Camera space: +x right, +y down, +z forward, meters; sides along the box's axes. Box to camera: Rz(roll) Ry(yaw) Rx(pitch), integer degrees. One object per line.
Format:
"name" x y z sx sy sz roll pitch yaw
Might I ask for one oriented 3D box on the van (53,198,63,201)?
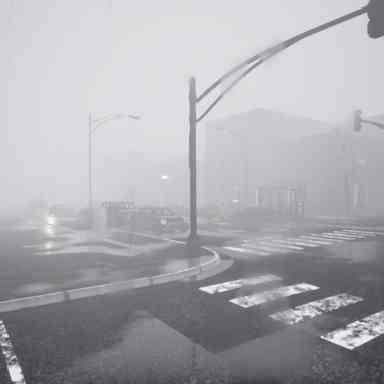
"van" -28.721 2.174 70.790 1.690 1.788 3.998 -1 0 -36

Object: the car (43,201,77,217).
"car" -15.382 2.053 38.532 2.008 1.369 4.403 -1 0 -36

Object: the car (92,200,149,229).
"car" -5.346 1.616 24.862 2.192 1.841 5.009 -1 0 -36

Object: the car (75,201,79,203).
"car" -22.022 2.280 61.677 1.802 1.307 4.206 -1 0 -36

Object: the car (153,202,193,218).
"car" -2.044 1.821 34.473 1.752 1.417 4.829 -1 0 -36

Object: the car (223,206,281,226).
"car" 4.751 1.725 25.222 1.947 1.339 4.313 -1 0 -36

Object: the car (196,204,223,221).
"car" 1.303 1.753 29.916 1.752 1.417 4.829 -1 0 -36

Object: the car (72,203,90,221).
"car" -8.688 1.919 29.419 2.008 1.369 4.403 -1 0 -36

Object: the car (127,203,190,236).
"car" -1.997 1.674 20.305 1.967 1.590 4.097 -1 0 -36

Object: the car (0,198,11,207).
"car" -42.194 2.358 74.961 2.192 1.841 5.009 -1 0 -36

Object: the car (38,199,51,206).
"car" -35.510 2.495 80.041 1.752 1.417 4.829 -1 0 -36

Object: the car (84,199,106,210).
"car" -15.333 2.003 52.563 1.967 1.590 4.097 -1 0 -36

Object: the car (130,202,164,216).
"car" -5.290 1.911 38.893 2.008 1.369 4.403 -1 0 -36

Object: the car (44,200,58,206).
"car" -32.062 2.445 75.347 1.887 1.381 4.507 -1 0 -36

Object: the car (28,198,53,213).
"car" -22.080 1.952 47.645 2.192 1.841 5.009 -1 0 -36
